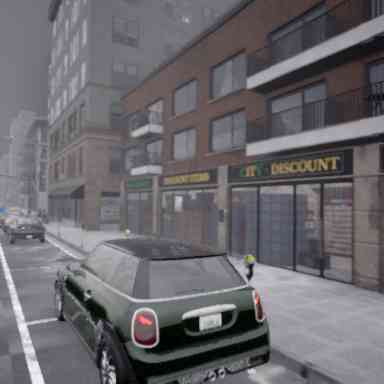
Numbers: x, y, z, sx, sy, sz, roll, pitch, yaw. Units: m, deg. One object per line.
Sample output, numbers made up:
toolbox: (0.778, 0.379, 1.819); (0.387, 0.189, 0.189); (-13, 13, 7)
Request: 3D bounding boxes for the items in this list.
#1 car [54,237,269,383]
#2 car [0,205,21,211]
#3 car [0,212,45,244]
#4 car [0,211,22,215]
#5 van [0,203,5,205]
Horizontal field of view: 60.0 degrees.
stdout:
car: (-0.900, 1.541, 5.607); (2.097, 1.767, 4.553); (2, -2, -32)
car: (-15.095, 2.180, 27.956); (1.967, 1.590, 4.097); (2, -2, -32)
car: (-9.305, 2.056, 18.559); (2.008, 1.369, 4.403); (2, -2, -32)
car: (-12.201, 2.205, 23.255); (1.802, 1.307, 4.206); (2, -2, -32)
van: (-32.200, 2.771, 55.702); (1.690, 1.788, 3.998); (2, -2, -32)
